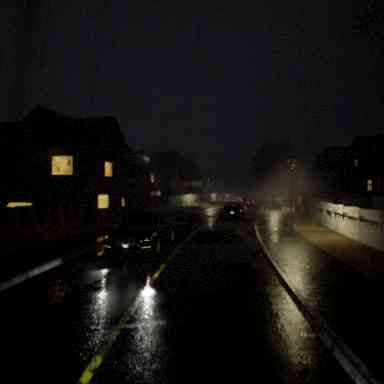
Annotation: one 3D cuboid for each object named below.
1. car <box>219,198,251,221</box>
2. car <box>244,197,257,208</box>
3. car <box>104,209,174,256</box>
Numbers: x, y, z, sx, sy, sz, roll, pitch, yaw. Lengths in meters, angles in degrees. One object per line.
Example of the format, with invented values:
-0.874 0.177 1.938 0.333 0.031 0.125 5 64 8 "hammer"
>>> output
3.320 1.454 26.022 1.994 1.385 4.181 0 1 12 "car"
7.285 1.282 42.650 1.994 1.385 4.181 0 0 14 "car"
-1.890 1.485 13.205 1.837 1.490 4.892 0 1 7 "car"
